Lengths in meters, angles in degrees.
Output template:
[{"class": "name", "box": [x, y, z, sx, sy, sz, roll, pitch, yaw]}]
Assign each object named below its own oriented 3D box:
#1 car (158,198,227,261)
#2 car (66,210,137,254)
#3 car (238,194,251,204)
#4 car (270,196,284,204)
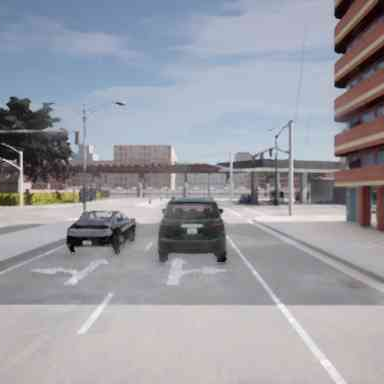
[{"class": "car", "box": [0.019, 1.215, 12.307, 2.150, 2.045, 5.566, 0, 0, 0]}, {"class": "car", "box": [-3.469, 1.483, 13.510, 2.128, 1.511, 4.902, 0, 0, 1]}, {"class": "car", "box": [9.662, 1.256, 59.872, 2.242, 1.667, 4.611, 0, 0, 0]}, {"class": "car", "box": [15.407, 1.416, 60.639, 1.970, 1.475, 3.806, 0, 0, 0]}]
